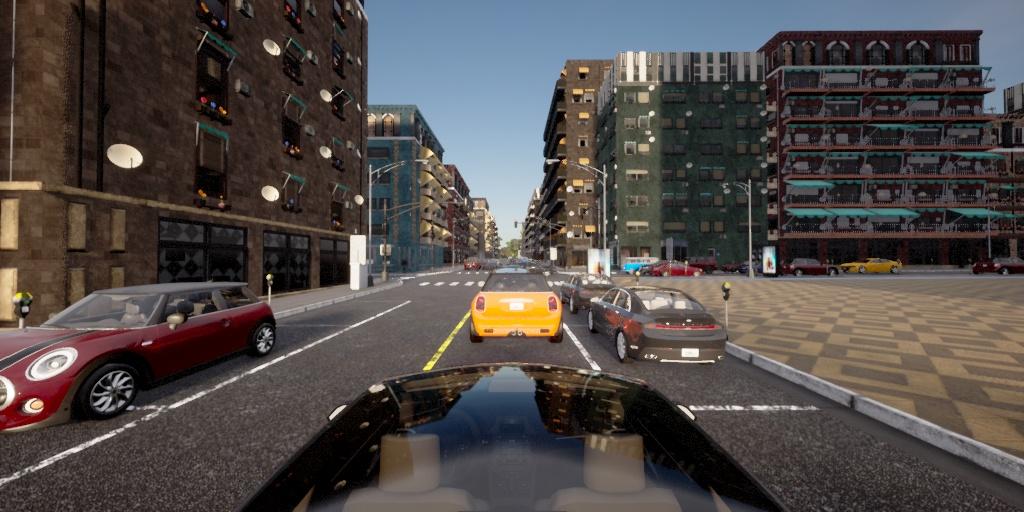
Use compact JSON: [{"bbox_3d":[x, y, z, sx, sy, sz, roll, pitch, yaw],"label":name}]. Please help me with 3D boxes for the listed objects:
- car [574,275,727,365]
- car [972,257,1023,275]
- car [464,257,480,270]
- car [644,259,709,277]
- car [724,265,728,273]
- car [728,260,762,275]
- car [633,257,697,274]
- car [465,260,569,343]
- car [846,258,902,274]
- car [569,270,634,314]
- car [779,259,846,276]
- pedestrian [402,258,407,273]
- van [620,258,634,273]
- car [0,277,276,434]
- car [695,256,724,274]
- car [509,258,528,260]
[{"bbox_3d":[2.822,1.302,7.868,2.007,1.370,4.403,0,0,0],"label":"car"},{"bbox_3d":[41.352,0.809,29.856,4.097,1.591,1.967,0,0,0],"label":"car"},{"bbox_3d":[-5.676,1.080,51.673,2.192,1.841,5.009,0,0,0],"label":"car"},{"bbox_3d":[13.716,1.160,30.062,4.207,1.307,1.802,0,0,0],"label":"car"},{"bbox_3d":[24.835,1.162,38.360,4.507,1.381,1.888,0,0,0],"label":"car"},{"bbox_3d":[25.160,1.124,35.778,5.357,1.411,2.033,0,-1,0],"label":"car"},{"bbox_3d":[15.210,1.145,35.852,4.902,1.511,2.128,0,-1,0],"label":"car"},{"bbox_3d":[0.100,1.104,9.848,2.097,1.767,4.553,0,0,0],"label":"car"},{"bbox_3d":[35.610,0.975,35.690,5.008,1.535,1.882,0,-1,1],"label":"car"},{"bbox_3d":[2.824,1.303,13.438,2.007,1.370,4.403,0,0,0],"label":"car"},{"bbox_3d":[24.771,0.933,29.980,4.097,1.591,1.967,0,0,0],"label":"car"},{"bbox_3d":[-12.518,1.094,41.600,0.375,1.860,0.375,0,0,0],"label":"pedestrian"},{"bbox_3d":[13.780,1.043,38.442,3.998,1.789,1.690,0,0,0],"label":"van"},{"bbox_3d":[-5.818,1.191,5.635,1.967,1.591,4.097,0,0,0],"label":"car"},{"bbox_3d":[19.307,0.974,38.401,5.009,1.841,2.192,0,0,0],"label":"car"},{"bbox_3d":[1.633,1.216,32.754,4.892,1.490,1.837,0,-1,0],"label":"car"}]
